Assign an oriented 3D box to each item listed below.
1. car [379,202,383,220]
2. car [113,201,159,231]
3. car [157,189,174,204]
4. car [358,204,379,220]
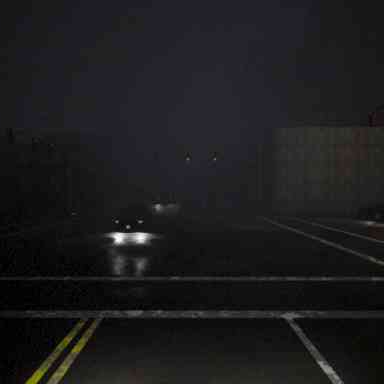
[{"bbox_3d":[16.330,1.527,23.677,4.674,1.442,1.812,0,0,0],"label":"car"},{"bbox_3d":[-3.538,1.549,21.077,2.033,1.411,5.357,0,0,0],"label":"car"},{"bbox_3d":[-3.580,0.540,45.610,2.097,1.767,4.553,0,7,0],"label":"car"},{"bbox_3d":[16.253,1.480,27.159,5.008,1.535,1.882,0,0,0],"label":"car"}]
